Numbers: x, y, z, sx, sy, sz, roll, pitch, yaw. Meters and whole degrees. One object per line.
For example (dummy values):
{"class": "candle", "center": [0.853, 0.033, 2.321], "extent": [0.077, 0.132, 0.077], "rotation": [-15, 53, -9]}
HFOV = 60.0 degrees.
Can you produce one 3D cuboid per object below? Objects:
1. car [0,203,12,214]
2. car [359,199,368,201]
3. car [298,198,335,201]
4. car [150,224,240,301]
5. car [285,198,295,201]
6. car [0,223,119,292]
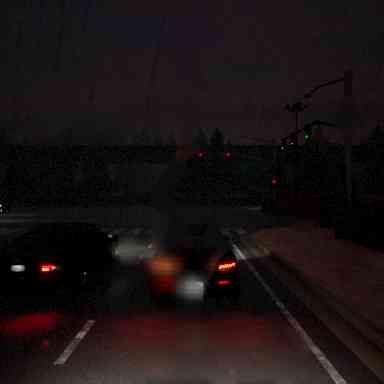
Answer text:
{"class": "car", "center": [-20.350, 1.352, 32.852], "extent": [4.553, 1.767, 2.097], "rotation": [0, 0, 0]}
{"class": "car", "center": [23.228, 1.601, 46.813], "extent": [4.718, 1.301, 1.895], "rotation": [0, 0, 0]}
{"class": "car", "center": [16.920, 1.491, 43.340], "extent": [4.902, 1.511, 2.128], "rotation": [0, 0, 0]}
{"class": "car", "center": [0.072, 1.526, 8.229], "extent": [1.812, 1.442, 4.674], "rotation": [0, 0, 0]}
{"class": "car", "center": [14.121, 1.526, 46.855], "extent": [4.674, 1.442, 1.812], "rotation": [0, 0, 2]}
{"class": "car", "center": [-3.420, 1.547, 9.050], "extent": [2.033, 1.411, 5.357], "rotation": [0, 0, 0]}
